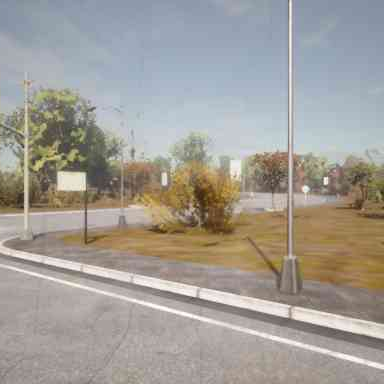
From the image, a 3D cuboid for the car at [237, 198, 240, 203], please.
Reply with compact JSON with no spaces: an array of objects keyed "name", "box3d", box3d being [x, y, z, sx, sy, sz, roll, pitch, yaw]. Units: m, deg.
[{"name":"car","box3d":[6.282,1.259,56.431,1.837,1.490,4.892,0,1,38]}]
